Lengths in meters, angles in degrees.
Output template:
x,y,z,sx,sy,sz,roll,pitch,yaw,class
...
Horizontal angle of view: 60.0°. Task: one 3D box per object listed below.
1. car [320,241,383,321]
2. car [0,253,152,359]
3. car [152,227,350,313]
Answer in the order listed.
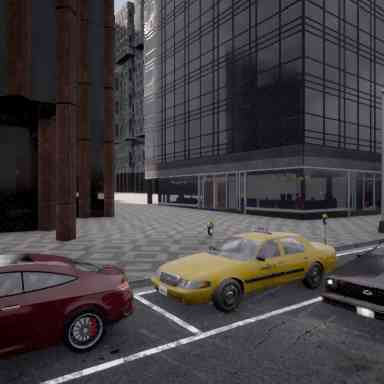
x,y,z,sx,sy,sz,roll,pitch,yaw,class
4.959,1.547,6.890,5.357,1.411,2.033,0,0,-35,car
-2.879,1.582,4.596,4.206,1.307,1.802,0,0,-35,car
1.418,1.525,7.644,4.829,1.417,1.752,0,0,-35,car
